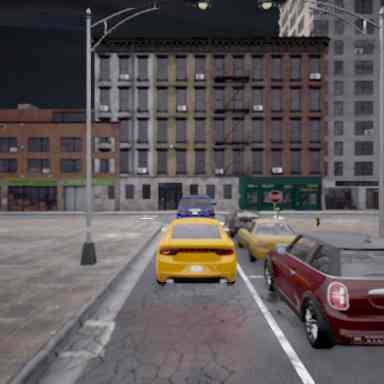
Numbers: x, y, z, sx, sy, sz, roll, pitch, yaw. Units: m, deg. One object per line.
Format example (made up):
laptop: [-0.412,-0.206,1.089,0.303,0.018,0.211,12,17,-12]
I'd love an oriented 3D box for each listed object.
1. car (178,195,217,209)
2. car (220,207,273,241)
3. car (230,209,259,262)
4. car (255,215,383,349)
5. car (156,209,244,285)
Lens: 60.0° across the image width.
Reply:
car: [0.346,1.211,20.583,2.150,2.045,5.566,0,0,4]
car: [2.640,1.541,17.226,2.008,1.369,4.403,0,0,0]
car: [2.638,1.519,11.921,1.752,1.417,4.829,0,0,0]
car: [2.637,1.437,6.275,1.967,1.590,4.097,0,0,0]
car: [0.101,1.472,9.537,1.882,1.535,5.008,0,0,0]
